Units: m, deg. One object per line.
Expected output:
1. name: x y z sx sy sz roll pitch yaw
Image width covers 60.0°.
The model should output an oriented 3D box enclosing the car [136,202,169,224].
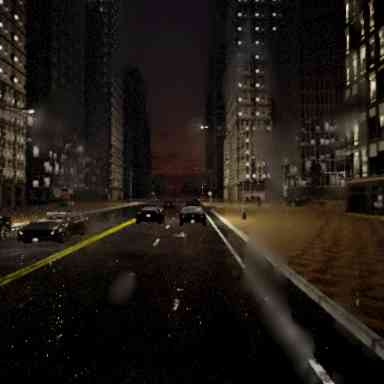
1. car: -3.200 1.723 26.394 1.994 1.385 4.181 0 0 0

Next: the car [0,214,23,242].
1. car: -9.876 1.596 14.614 2.128 1.511 4.902 0 0 0

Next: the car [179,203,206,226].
1. car: 0.050 1.746 25.022 1.895 1.301 4.718 0 0 0

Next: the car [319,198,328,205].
1. car: 21.845 1.644 59.680 4.829 1.417 1.752 -1 -1 -1

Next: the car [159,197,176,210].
1. car: -3.244 1.833 48.093 2.033 1.411 5.357 0 0 0

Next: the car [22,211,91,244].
1. car: -6.631 1.657 16.730 2.033 1.411 5.357 0 0 0

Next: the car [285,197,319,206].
1. car: 16.581 1.546 51.221 4.403 1.369 2.008 -1 -1 -1

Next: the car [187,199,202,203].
1. car: 0.264 1.731 44.263 1.882 1.535 5.008 0 0 4
